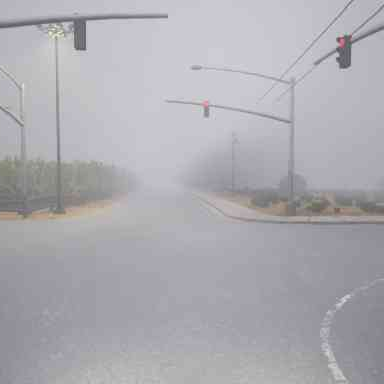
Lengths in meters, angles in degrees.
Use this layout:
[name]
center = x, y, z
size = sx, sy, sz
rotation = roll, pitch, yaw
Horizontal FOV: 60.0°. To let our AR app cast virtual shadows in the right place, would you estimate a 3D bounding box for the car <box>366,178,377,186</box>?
[car]
center = 42.119, -2.324, 77.649
size = 1.905, 1.878, 3.866
rotation = 10, 10, 41
